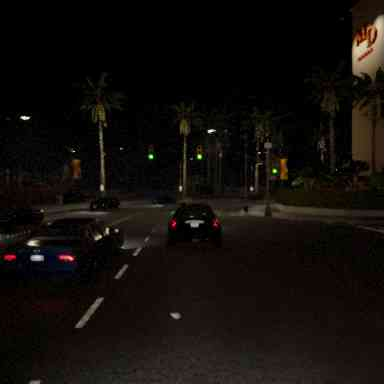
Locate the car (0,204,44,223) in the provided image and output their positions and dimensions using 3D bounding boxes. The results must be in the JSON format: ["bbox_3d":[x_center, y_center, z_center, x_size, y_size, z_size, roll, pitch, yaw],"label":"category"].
[{"bbox_3d":[-10.545,1.419,19.477,2.033,1.411,5.357,0,0,1],"label":"car"}]

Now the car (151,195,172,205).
[{"bbox_3d":[-4.209,1.197,50.197,1.812,1.442,4.674,0,0,30],"label":"car"}]

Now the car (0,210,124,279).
[{"bbox_3d":[-3.396,1.483,9.813,2.033,1.411,5.357,0,0,0],"label":"car"}]

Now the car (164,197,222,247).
[{"bbox_3d":[0.105,1.255,14.678,2.097,1.767,4.553,0,0,0],"label":"car"}]

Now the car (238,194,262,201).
[{"bbox_3d":[11.762,1.104,67.080,5.357,1.411,2.033,0,0,-37],"label":"car"}]

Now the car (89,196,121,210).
[{"bbox_3d":[-9.391,1.267,36.328,1.837,1.490,4.892,0,0,13],"label":"car"}]
